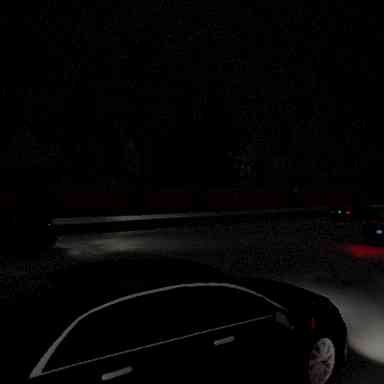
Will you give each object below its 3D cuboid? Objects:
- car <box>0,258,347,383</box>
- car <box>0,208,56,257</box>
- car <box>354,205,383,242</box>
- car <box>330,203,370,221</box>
[{"bbox_3d":[-0.269,1.502,3.563,4.892,1.490,1.837,1,0,-36],"label":"car"},{"bbox_3d":[-7.611,1.218,11.215,5.566,2.045,2.150,0,0,-36],"label":"car"},{"bbox_3d":[9.693,1.476,15.103,5.008,1.535,1.882,0,0,-36],"label":"car"},{"bbox_3d":[13.123,1.544,26.268,5.357,1.411,2.033,0,0,-34],"label":"car"}]
